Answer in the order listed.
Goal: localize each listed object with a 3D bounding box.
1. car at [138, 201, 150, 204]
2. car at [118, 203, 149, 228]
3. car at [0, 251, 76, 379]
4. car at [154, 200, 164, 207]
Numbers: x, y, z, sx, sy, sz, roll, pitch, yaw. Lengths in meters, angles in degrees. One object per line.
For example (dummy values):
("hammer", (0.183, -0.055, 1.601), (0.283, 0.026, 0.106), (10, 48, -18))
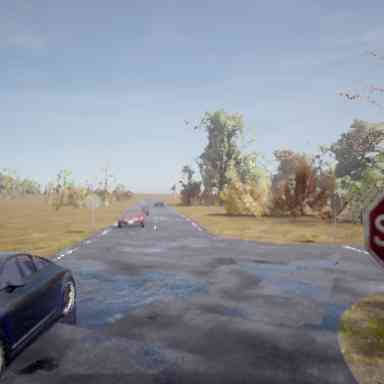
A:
("car", (-5.790, 1.984, 37.435), (1.994, 1.385, 4.181), (0, -1, -7))
("car", (-4.379, 1.806, 24.822), (1.812, 1.442, 4.674), (0, -1, -6))
("car", (-3.237, 1.621, 4.867), (1.994, 1.385, 4.181), (0, -1, -1))
("car", (-6.695, 2.282, 68.064), (1.812, 1.442, 4.674), (0, -1, -8))
